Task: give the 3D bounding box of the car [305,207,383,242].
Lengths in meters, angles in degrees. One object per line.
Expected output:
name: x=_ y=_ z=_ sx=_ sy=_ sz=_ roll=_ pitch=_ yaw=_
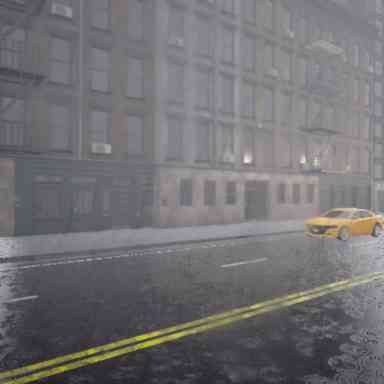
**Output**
car: x=7.934 y=1.580 z=17.245 sx=5.008 sy=1.535 sz=1.882 roll=1 pitch=0 yaw=-35
